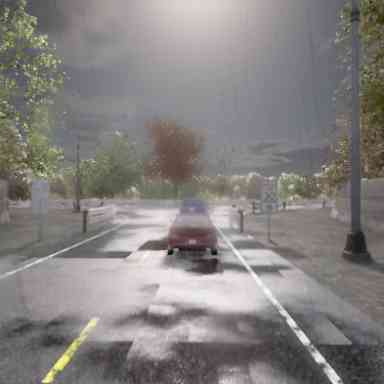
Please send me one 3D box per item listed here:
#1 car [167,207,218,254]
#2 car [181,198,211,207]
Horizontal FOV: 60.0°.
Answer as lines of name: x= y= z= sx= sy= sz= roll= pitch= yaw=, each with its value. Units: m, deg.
car: x=0.035 y=1.630 z=14.239 sx=1.882 sy=1.535 sz=5.008 roll=0 pitch=0 yaw=0
car: x=0.303 y=1.517 z=27.438 sx=2.150 sy=2.045 sz=5.566 roll=0 pitch=0 yaw=6
